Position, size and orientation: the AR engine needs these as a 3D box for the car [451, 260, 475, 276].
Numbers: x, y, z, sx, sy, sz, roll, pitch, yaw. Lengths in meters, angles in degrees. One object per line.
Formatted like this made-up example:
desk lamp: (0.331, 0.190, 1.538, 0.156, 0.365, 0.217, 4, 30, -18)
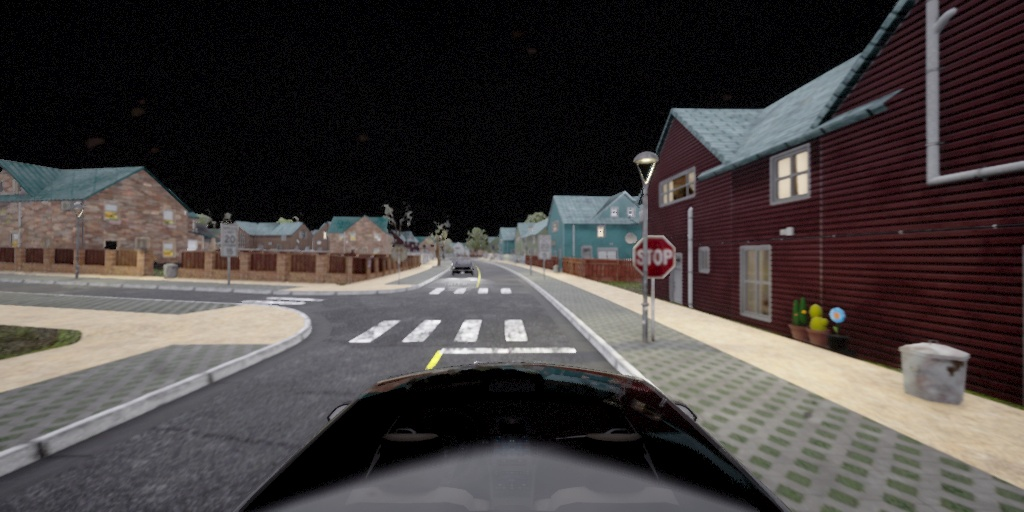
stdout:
car: (-4.173, 1.012, 31.064, 1.895, 1.301, 4.718, 0, 1, -5)
